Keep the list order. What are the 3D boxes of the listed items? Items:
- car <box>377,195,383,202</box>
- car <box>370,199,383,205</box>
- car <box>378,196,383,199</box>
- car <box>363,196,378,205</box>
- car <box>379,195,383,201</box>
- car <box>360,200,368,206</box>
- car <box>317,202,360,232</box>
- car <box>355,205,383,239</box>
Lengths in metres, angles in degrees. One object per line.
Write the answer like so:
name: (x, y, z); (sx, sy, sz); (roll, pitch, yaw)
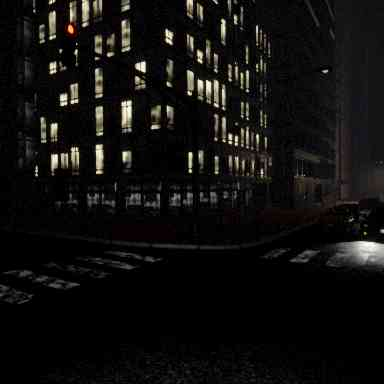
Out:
car: (44.685, 1.508, 78.101); (2.008, 1.369, 4.403); (-1, -1, 32)
car: (15.123, 1.531, 25.411); (2.033, 1.411, 5.357); (0, 0, 32)
car: (20.521, 1.470, 33.998); (2.128, 1.511, 4.902); (0, 0, 32)
car: (20.848, 1.522, 39.654); (1.887, 1.381, 4.507); (-1, -1, 32)
car: (47.665, 1.537, 82.907); (1.802, 1.307, 4.206); (-1, -1, 32)
car: (11.909, 1.552, 25.237); (1.947, 1.339, 4.313); (-1, -1, 32)
car: (8.840, 1.514, 20.287); (1.752, 1.417, 4.829); (-1, -1, 32)
car: (9.470, 1.554, 16.352); (1.994, 1.385, 4.181); (0, 0, 32)
